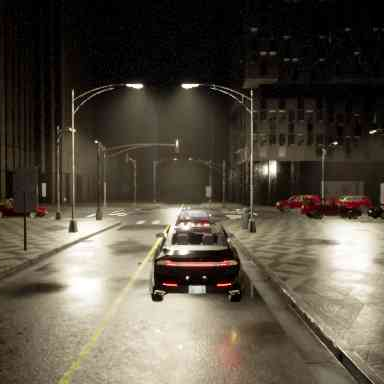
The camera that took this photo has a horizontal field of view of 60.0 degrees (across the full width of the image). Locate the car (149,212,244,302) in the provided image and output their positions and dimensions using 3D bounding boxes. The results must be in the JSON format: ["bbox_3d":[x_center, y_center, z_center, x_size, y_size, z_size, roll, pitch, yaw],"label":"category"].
[{"bbox_3d":[0.089,1.490,8.235,2.128,1.511,4.902,0,0,0],"label":"car"}]

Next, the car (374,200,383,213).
[{"bbox_3d":[23.339,1.634,37.729,4.313,1.339,1.947,0,1,0],"label":"car"}]

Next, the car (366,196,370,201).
[{"bbox_3d":[17.698,1.354,37.701,5.009,1.841,2.192,0,1,0],"label":"car"}]

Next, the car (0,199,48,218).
[{"bbox_3d":[-14.959,1.567,29.035,4.507,1.381,1.887,0,1,0],"label":"car"}]

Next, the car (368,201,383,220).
[{"bbox_3d":[17.725,1.743,29.180,4.313,1.339,1.947,0,1,0],"label":"car"}]

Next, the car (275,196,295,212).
[{"bbox_3d":[12.055,1.325,37.676,5.009,1.841,2.192,0,1,0],"label":"car"}]

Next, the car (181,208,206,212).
[{"bbox_3d":[0.077,1.550,17.944,2.033,1.411,5.357,0,0,0],"label":"car"}]

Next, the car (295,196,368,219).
[{"bbox_3d":[12.082,1.463,29.152,5.009,1.841,2.192,0,1,0],"label":"car"}]
